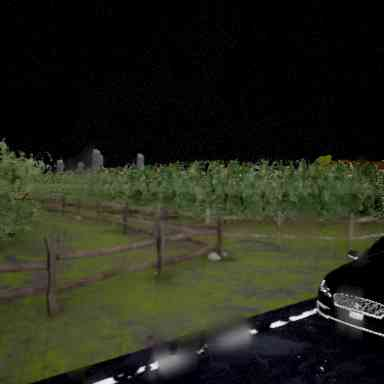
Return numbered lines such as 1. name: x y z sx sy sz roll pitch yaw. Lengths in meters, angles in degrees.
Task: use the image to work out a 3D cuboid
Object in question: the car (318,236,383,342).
1. car: 4.313 1.516 6.127 4.892 1.490 1.837 0 0 -35
